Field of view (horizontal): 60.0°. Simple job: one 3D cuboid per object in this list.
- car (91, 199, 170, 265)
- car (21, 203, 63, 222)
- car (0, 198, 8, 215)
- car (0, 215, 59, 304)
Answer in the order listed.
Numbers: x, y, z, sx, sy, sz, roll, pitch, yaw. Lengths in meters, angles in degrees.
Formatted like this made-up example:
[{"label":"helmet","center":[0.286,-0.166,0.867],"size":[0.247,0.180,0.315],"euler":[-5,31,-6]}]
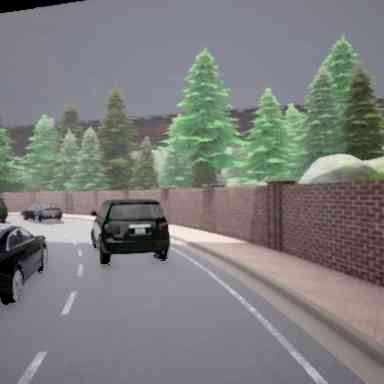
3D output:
[{"label":"car","center":[-2.442,1.273,12.329],"size":[2.150,2.045,5.566],"euler":[0,-1,-20]},{"label":"car","center":[-12.434,1.685,27.429],"size":[4.902,1.511,2.128],"euler":[-1,0,44]},{"label":"car","center":[-16.912,1.461,26.896],"size":[5.566,2.045,2.150],"euler":[-1,-1,40]},{"label":"car","center":[-4.838,1.561,8.069],"size":[2.128,1.511,4.902],"euler":[0,0,-14]}]
